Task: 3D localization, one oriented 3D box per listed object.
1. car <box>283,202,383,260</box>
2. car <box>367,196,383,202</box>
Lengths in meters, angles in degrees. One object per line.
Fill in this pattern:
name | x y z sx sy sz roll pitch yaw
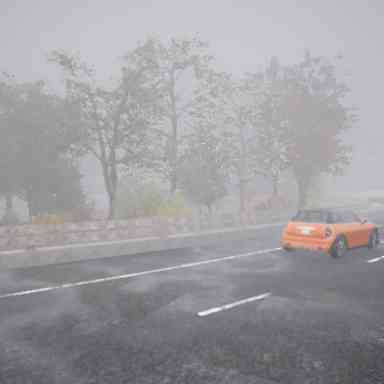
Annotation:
car | 5.537 1.402 13.045 4.553 1.767 2.097 0 -1 -42
car | 38.068 1.575 69.129 2.097 1.767 4.553 0 0 10
